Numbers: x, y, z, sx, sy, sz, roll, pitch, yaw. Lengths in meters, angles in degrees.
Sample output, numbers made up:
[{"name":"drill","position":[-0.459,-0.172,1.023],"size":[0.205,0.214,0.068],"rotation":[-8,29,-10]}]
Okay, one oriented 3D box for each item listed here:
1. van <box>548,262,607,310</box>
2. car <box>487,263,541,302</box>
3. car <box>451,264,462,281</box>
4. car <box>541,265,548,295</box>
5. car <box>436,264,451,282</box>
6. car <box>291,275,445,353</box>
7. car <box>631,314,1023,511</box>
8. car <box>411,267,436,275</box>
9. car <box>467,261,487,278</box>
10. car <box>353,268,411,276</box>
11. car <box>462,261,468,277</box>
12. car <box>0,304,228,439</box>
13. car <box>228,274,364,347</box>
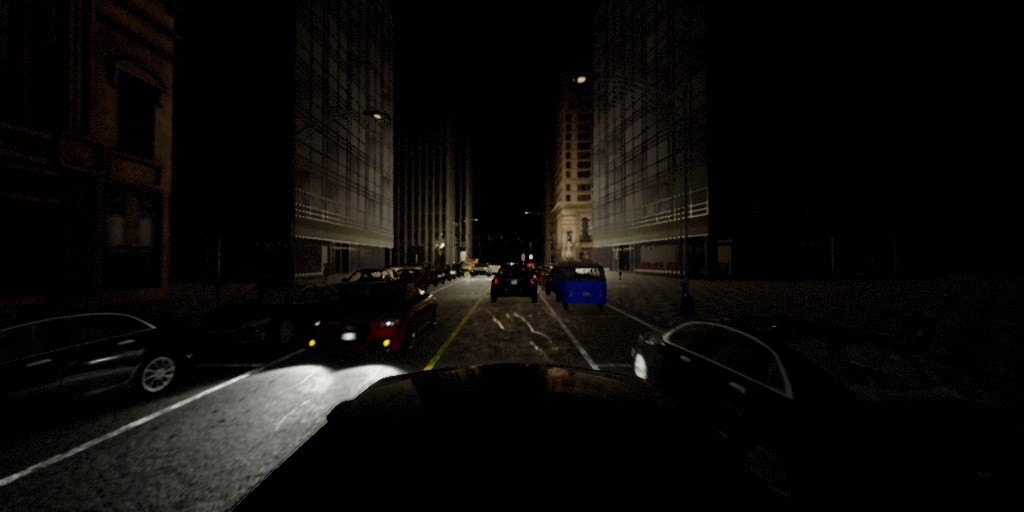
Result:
[{"name":"van","position":[2.666,1.146,14.792],"size":[1.690,1.789,3.998],"rotation":[0,0,0]},{"name":"car","position":[0.094,1.171,17.582],"size":[2.097,1.767,4.553],"rotation":[0,0,0]},{"name":"car","position":[-5.862,1.450,31.173],"size":[2.007,1.370,4.403],"rotation":[0,0,0]},{"name":"car","position":[2.665,1.273,20.251],"size":[1.967,1.591,4.097],"rotation":[0,0,0]},{"name":"car","position":[-5.861,1.447,25.714],"size":[1.802,1.307,4.207],"rotation":[0,0,0]},{"name":"car","position":[-3.101,1.341,8.804],"size":[1.994,1.385,4.181],"rotation":[0,0,0]},{"name":"car","position":[2.668,1.309,3.872],"size":[2.007,1.370,4.403],"rotation":[0,0,0]},{"name":"car","position":[-5.860,1.379,20.255],"size":[1.888,1.381,4.507],"rotation":[0,0,0]},{"name":"car","position":[-3.098,1.462,36.522],"size":[1.812,1.442,4.674],"rotation":[0,-1,0]},{"name":"car","position":[-5.859,1.245,14.796],"size":[1.967,1.591,4.097],"rotation":[0,0,0]},{"name":"car","position":[-5.863,1.503,36.631],"size":[1.948,1.339,4.313],"rotation":[0,0,0]},{"name":"car","position":[-5.858,1.309,3.878],"size":[2.007,1.370,4.403],"rotation":[0,0,0]},{"name":"car","position":[-5.859,1.331,9.338],"size":[2.007,1.370,4.403],"rotation":[0,0,0]}]
